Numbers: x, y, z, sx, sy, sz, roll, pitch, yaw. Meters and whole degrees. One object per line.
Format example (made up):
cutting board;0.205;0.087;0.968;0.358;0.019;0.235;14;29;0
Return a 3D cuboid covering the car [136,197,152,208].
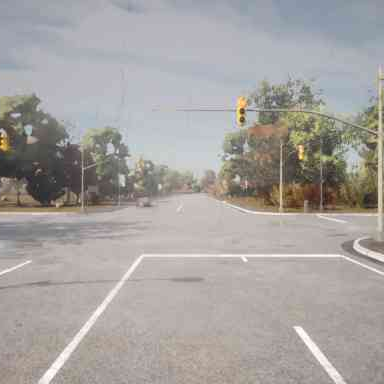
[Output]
car;-6.999;1.532;48.635;1.812;1.442;4.674;0;0;0
